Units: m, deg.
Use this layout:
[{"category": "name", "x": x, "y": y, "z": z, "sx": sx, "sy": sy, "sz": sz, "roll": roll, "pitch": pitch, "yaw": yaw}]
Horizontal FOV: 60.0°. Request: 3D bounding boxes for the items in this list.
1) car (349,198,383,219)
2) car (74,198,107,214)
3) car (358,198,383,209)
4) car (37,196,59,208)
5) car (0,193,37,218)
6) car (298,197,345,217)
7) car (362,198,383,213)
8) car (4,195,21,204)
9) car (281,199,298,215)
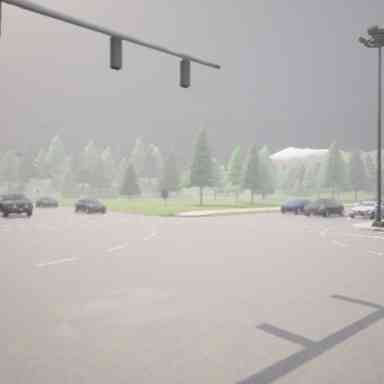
[{"category": "car", "x": 15.581, "y": 1.548, "z": 29.192, "sx": 4.674, "sy": 1.442, "sz": 1.812, "roll": 0, "pitch": 0, "yaw": -41}, {"category": "car", "x": -10.481, "y": 1.428, "z": 34.130, "sx": 1.837, "sy": 1.490, "sz": 4.892, "roll": 0, "pitch": 1, "yaw": -40}, {"category": "car", "x": 25.928, "y": 1.587, "z": 47.407, "sx": 5.357, "sy": 1.411, "sz": 2.033, "roll": 0, "pitch": 0, "yaw": -40}, {"category": "car", "x": -19.495, "y": 1.388, "z": 44.734, "sx": 1.837, "sy": 1.490, "sz": 4.892, "roll": 0, "pitch": 0, "yaw": -40}, {"category": "car", "x": -16.087, "y": 1.134, "z": 29.912, "sx": 2.150, "sy": 2.045, "sz": 5.566, "roll": 0, "pitch": 0, "yaw": -41}, {"category": "car", "x": 12.326, "y": 1.361, "z": 30.998, "sx": 4.553, "sy": 1.767, "sz": 2.097, "roll": 0, "pitch": 0, "yaw": -41}, {"category": "car", "x": 22.150, "y": 1.536, "z": 39.548, "sx": 4.892, "sy": 1.490, "sz": 1.837, "roll": -1, "pitch": 1, "yaw": -41}, {"category": "car", "x": -32.533, "y": 1.327, "z": 60.197, "sx": 1.837, "sy": 1.490, "sz": 4.892, "roll": 0, "pitch": 0, "yaw": -40}, {"category": "car", "x": 11.207, "y": 1.479, "z": 34.664, "sx": 5.008, "sy": 1.535, "sz": 1.882, "roll": 0, "pitch": 0, "yaw": -41}]
